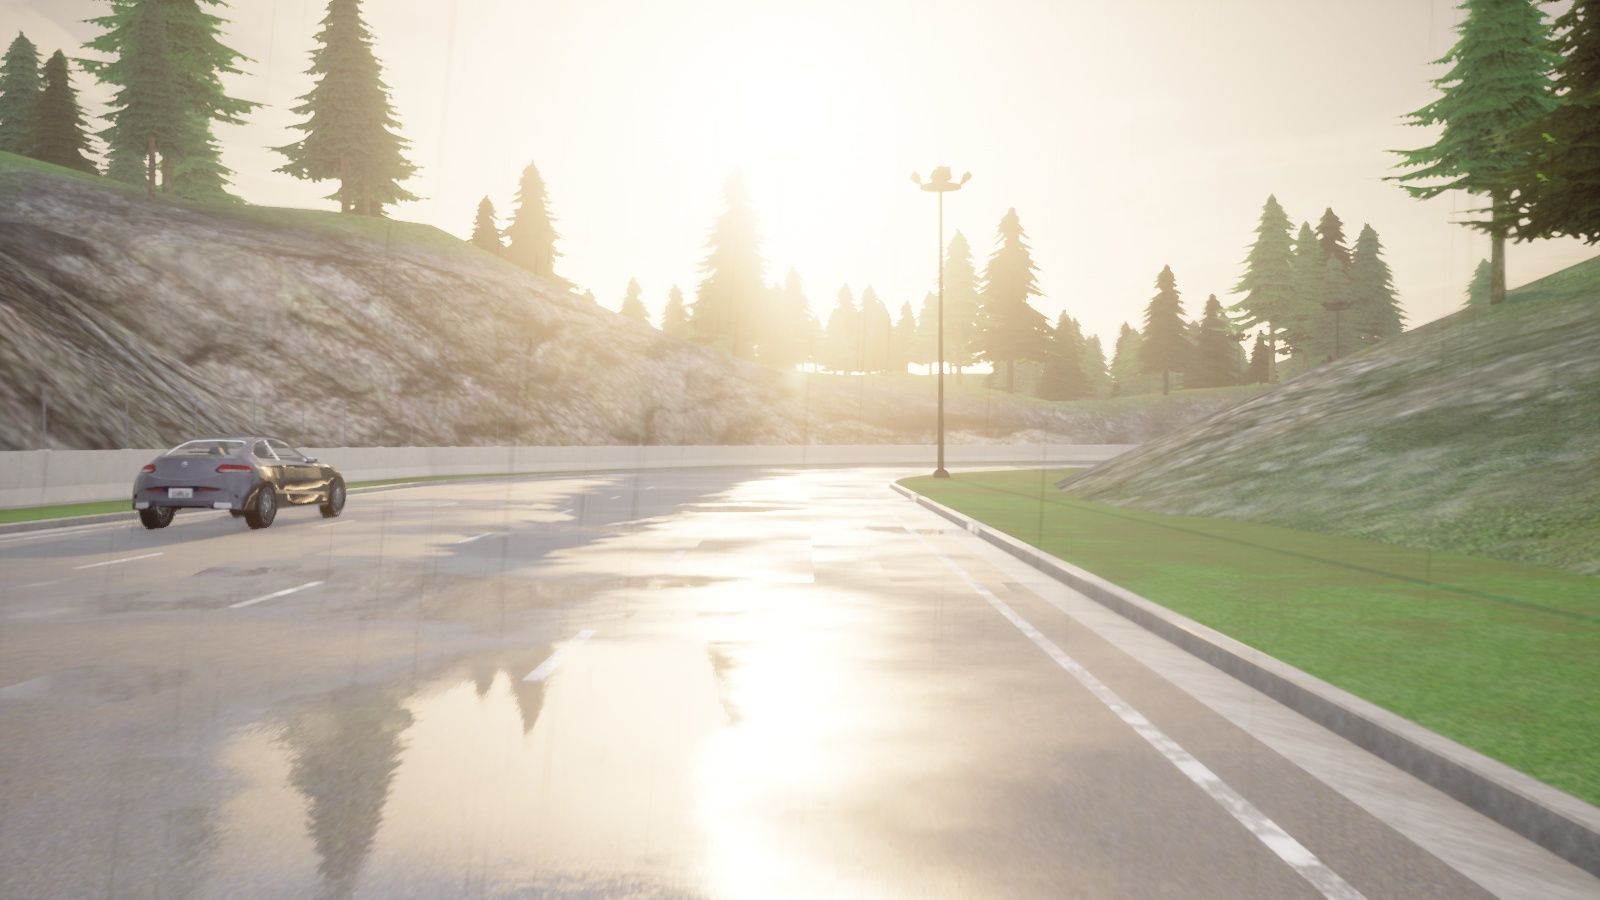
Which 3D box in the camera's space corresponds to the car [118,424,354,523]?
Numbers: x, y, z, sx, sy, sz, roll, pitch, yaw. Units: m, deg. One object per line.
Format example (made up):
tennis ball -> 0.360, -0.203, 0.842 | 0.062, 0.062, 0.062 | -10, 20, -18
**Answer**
car -> -10.351, 0.384, 23.589 | 2.152, 1.651, 5.027 | 0, 0, 0
